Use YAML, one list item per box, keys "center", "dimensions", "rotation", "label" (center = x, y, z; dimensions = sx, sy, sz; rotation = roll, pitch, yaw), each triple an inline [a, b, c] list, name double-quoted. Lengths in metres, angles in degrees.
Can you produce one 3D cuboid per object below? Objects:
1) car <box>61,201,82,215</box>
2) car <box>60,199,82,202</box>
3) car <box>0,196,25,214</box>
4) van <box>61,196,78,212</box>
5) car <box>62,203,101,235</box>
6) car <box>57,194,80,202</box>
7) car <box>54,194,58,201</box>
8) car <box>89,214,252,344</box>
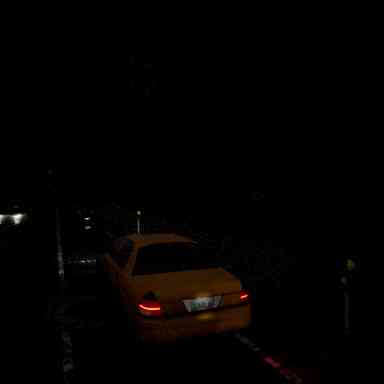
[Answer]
- center: [-8.163, 1.552, 23.844]
  dimensions: [2.008, 1.369, 4.403]
  rotation: [0, 0, -22]
  label: "car"
- center: [-10.263, 1.567, 28.953]
  dimensions: [1.947, 1.339, 4.313]
  rotation: [0, 0, -22]
  label: "car"
- center: [-19.302, 1.479, 35.403]
  dimensions: [1.882, 1.535, 5.008]
  rotation: [0, 0, -22]
  label: "car"
- center: [-14.462, 1.343, 39.171]
  dimensions: [1.690, 1.788, 3.998]
  rotation: [0, 0, -22]
  label: "van"
- center: [-6.064, 1.552, 18.735]
  dimensions: [2.008, 1.369, 4.403]
  rotation: [0, 0, -22]
  label: "car"
- center: [-12.362, 1.317, 34.062]
  dimensions: [2.192, 1.841, 5.009]
  rotation: [0, 0, -22]
  label: "car"
- center: [-31.408, 1.471, 79.659]
  dimensions: [1.967, 1.590, 4.097]
  rotation: [0, 0, -24]
  label: "car"
- center: [-0.835, 1.457, 6.777]
  dimensions: [1.801, 1.575, 5.366]
  rotation: [0, 0, -22]
  label: "car"
